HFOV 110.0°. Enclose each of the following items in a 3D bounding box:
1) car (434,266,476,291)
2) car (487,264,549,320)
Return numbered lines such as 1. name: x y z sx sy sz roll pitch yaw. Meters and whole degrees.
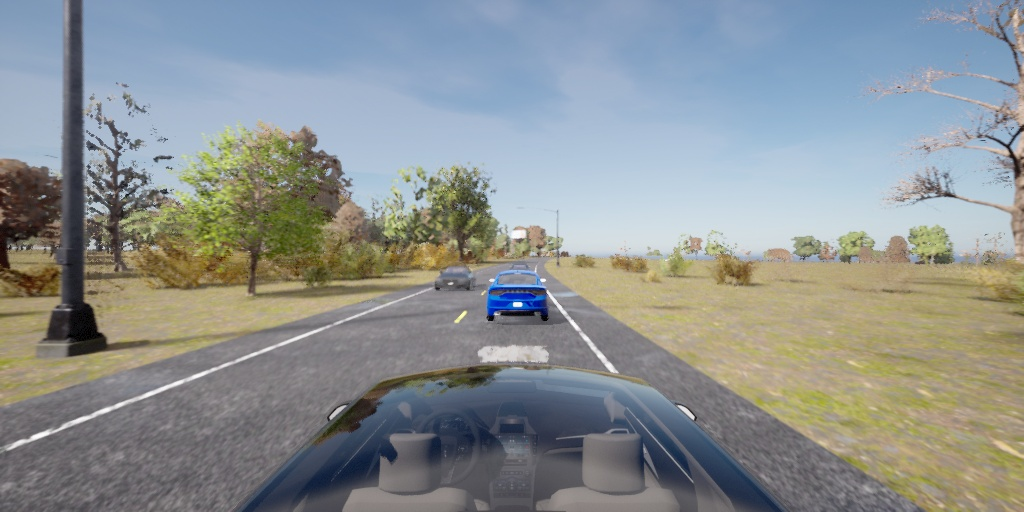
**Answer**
1. car: -3.306 1.314 21.545 1.994 1.385 4.181 0 0 2
2. car: 0.200 1.229 12.676 1.882 1.535 5.008 0 0 1
